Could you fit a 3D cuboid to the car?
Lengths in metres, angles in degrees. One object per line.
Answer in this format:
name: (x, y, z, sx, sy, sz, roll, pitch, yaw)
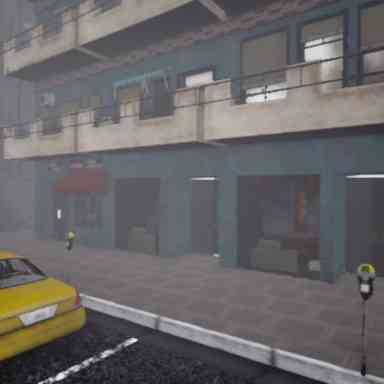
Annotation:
car: (-3.827, 1.543, 5.594, 4.829, 1.417, 1.752, 0, 1, 36)
